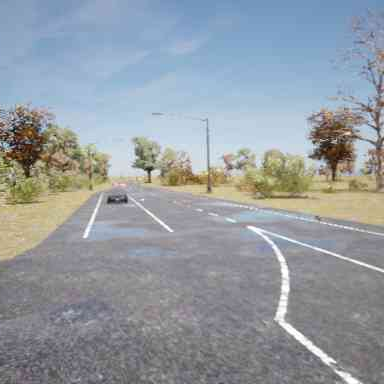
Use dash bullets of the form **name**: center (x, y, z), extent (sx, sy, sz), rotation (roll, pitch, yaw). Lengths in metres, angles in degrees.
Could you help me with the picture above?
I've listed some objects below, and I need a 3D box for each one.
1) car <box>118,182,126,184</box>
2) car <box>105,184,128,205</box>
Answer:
- **car**: center (-17.108, -1.714, 80.274), extent (2.097, 1.767, 4.553), rotation (-2, 3, -7)
- **car**: center (-7.220, 0.295, 31.921), extent (1.882, 1.535, 5.008), rotation (-2, 3, -14)
